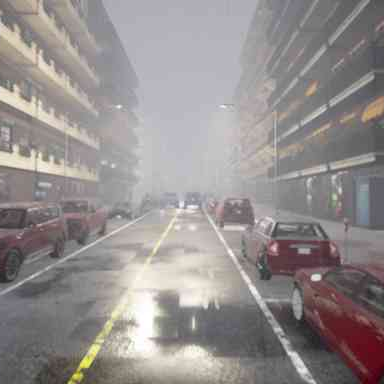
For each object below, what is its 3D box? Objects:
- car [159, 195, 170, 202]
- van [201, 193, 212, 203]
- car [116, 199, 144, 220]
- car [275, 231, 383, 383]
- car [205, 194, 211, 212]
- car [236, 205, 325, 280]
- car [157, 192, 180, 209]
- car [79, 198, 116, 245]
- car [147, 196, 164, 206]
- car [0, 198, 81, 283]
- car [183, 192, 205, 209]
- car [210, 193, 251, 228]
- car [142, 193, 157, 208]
[{"bbox_3d":[-5.273,1.244,64.998,1.802,1.307,4.206,1,0,0],"label":"car"},{"bbox_3d":[2.576,1.022,59.408,1.690,1.788,3.998,1,0,0],"label":"van"},{"bbox_3d":[-5.287,1.399,26.283,1.947,1.339,4.313,1,0,0],"label":"car"},{"bbox_3d":[2.585,1.516,4.095,1.887,1.381,4.507,1,0,0],"label":"car"},{"bbox_3d":[2.564,1.243,31.751,1.967,1.590,4.097,1,0,0],"label":"car"},{"bbox_3d":[2.598,1.375,9.626,1.967,1.590,4.097,1,0,0],"label":"car"},{"bbox_3d":[-2.733,0.992,41.986,2.150,2.045,5.566,0,0,0],"label":"car"},{"bbox_3d":[-5.285,1.215,15.219,2.192,1.841,5.009,1,0,0],"label":"car"},{"bbox_3d":[-5.279,1.269,48.404,1.887,1.381,4.507,1,0,0],"label":"car"},{"bbox_3d":[-5.287,1.250,9.689,2.192,1.841,5.009,1,0,0],"label":"car"},{"bbox_3d":[0.120,0.978,41.371,2.150,2.045,5.566,0,1,0],"label":"car"},{"bbox_3d":[2.563,1.180,20.687,2.192,1.841,5.009,1,0,0],"label":"car"},{"bbox_3d":[-5.275,1.063,42.871,2.192,1.841,5.009,1,0,0],"label":"car"}]
